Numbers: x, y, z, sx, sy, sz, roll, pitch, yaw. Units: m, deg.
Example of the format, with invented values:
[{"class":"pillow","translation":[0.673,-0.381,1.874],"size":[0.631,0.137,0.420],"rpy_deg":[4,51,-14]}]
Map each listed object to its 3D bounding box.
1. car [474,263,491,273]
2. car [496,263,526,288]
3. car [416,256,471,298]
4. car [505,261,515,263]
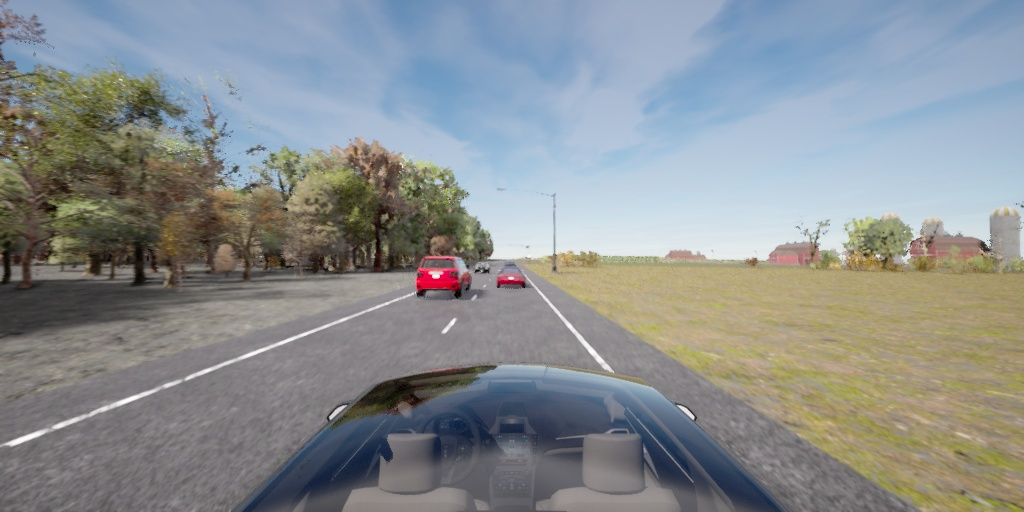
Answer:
[{"class":"car","translation":[-3.717,1.540,46.056],"size":[1.895,1.301,4.718],"rpy_deg":[0,0,0]},{"class":"car","translation":[-0.068,1.431,25.482],"size":[1.994,1.385,4.181],"rpy_deg":[0,0,0]},{"class":"car","translation":[-3.520,1.038,19.189],"size":[2.150,2.045,5.566],"rpy_deg":[0,0,0]},{"class":"car","translation":[-0.253,1.485,51.166],"size":[1.837,1.490,4.892],"rpy_deg":[0,-1,0]}]
